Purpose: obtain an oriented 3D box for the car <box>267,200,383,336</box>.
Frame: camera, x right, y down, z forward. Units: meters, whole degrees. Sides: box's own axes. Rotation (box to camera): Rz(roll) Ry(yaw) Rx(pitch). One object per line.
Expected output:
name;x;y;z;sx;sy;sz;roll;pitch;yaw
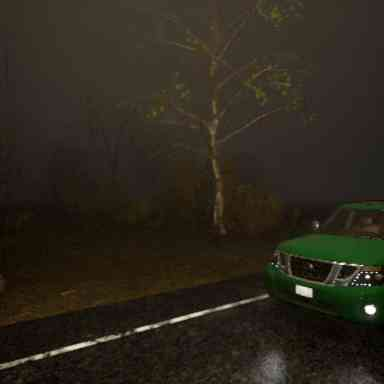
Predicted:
car;4.015;1.208;6.865;5.566;2.045;2.150;0;0;-36
